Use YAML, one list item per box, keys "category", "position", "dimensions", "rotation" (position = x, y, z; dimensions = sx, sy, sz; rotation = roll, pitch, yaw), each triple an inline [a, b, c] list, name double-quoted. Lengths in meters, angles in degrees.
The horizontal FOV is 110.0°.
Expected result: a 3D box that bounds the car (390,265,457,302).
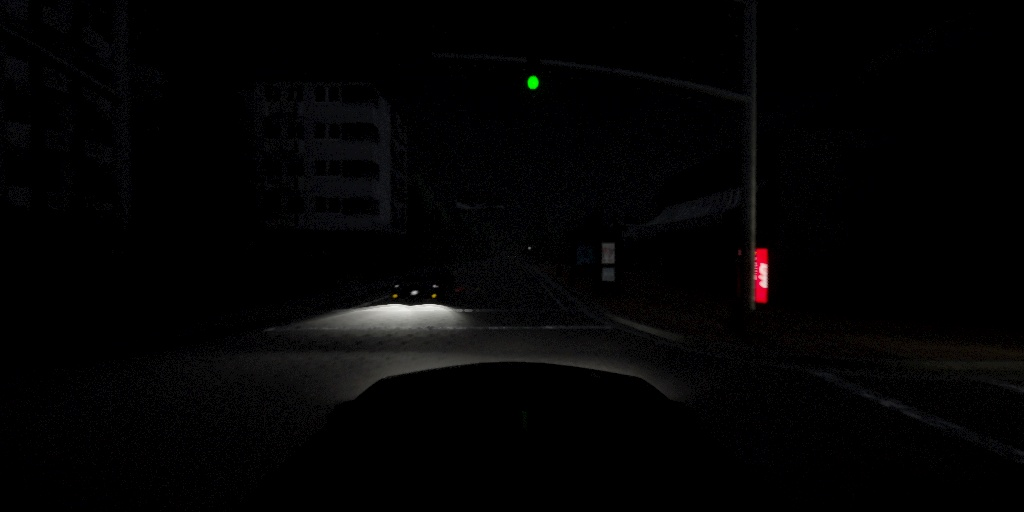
- category: "car"
  position: [-3.501, 1.067, 14.855]
  dimensions: [1.994, 1.385, 4.181]
  rotation: [0, 1, 0]
